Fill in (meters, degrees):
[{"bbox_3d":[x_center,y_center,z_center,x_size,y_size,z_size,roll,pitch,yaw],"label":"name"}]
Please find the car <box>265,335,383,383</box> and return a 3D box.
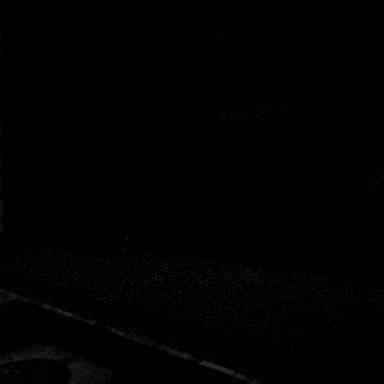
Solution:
[{"bbox_3d":[2.170,1.441,1.530,4.097,1.590,1.967,0,0,35],"label":"car"}]
